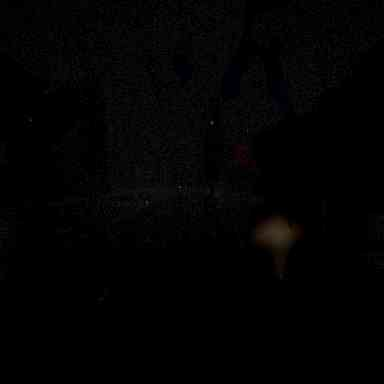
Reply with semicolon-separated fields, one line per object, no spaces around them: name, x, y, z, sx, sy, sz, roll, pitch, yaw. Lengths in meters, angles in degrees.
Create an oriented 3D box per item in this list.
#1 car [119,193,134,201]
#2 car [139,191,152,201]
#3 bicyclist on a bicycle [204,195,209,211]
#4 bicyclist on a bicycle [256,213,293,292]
car;-11.155;0.763;56.337;1.895;1.301;4.718;0;1;-1
car;-7.906;0.662;56.443;2.128;1.511;4.902;0;1;-1
bicyclist on a bicycle;1.421;1.169;32.535;0.582;1.620;1.656;0;1;-1
bicyclist on a bicycle;1.918;1.278;7.454;0.866;1.612;1.509;-1;1;-1
